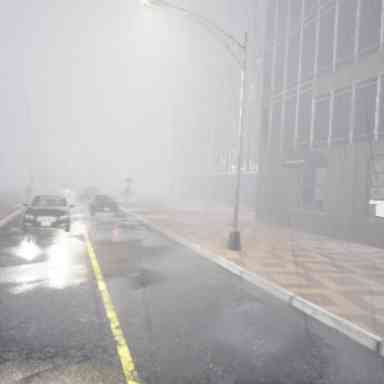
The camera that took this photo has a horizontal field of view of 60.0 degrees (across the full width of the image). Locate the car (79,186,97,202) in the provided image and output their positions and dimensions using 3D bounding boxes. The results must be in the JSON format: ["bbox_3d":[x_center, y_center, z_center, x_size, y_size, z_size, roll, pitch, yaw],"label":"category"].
[{"bbox_3d":[-11.371,0.115,37.026,2.097,1.767,4.553,3,1,-20],"label":"car"}]

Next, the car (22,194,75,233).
[{"bbox_3d":[-6.488,0.885,15.190,2.128,1.511,4.902,3,1,-21],"label":"car"}]

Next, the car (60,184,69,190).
[{"bbox_3d":[-29.332,-1.256,76.397,1.895,1.301,4.718,3,1,-21],"label":"car"}]

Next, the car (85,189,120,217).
[{"bbox_3d":[-6.063,0.813,22.772,1.812,1.442,4.674,3,1,-20],"label":"car"}]
